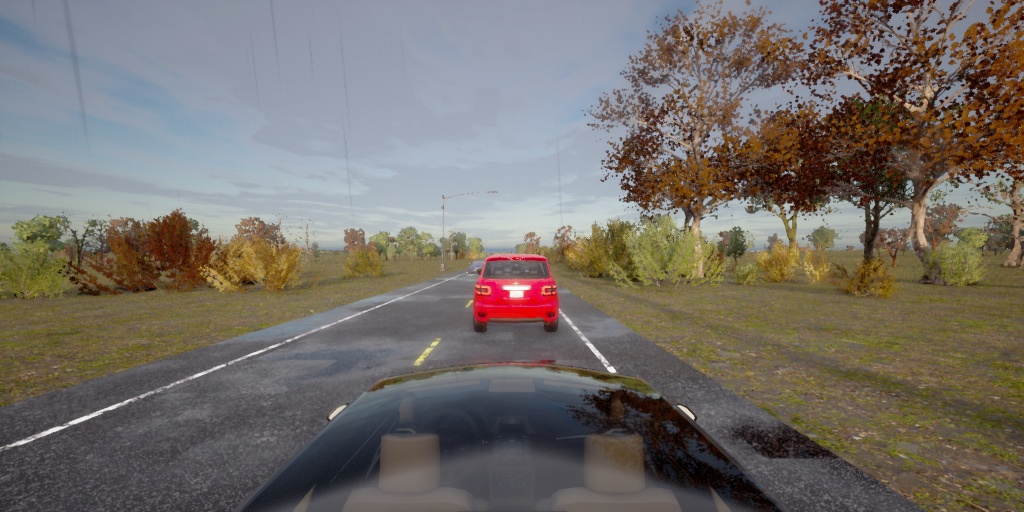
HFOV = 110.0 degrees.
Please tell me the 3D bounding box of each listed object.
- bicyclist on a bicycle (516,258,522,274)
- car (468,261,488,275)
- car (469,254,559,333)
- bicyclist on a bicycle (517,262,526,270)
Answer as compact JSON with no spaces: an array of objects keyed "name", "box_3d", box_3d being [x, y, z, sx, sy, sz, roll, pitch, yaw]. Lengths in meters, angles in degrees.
[{"name":"bicyclist on a bicycle","box_3d":[0.804,1.107,40.117,0.659,1.776,1.843,0,0,0]},{"name":"car","box_3d":[-3.766,1.262,40.629,1.812,1.442,4.674,0,0,0]},{"name":"car","box_3d":[0.083,0.968,10.925,2.150,2.045,5.566,0,0,-1]},{"name":"bicyclist on a bicycle","box_3d":[0.874,1.110,30.104,0.659,1.776,1.843,0,0,0]}]
